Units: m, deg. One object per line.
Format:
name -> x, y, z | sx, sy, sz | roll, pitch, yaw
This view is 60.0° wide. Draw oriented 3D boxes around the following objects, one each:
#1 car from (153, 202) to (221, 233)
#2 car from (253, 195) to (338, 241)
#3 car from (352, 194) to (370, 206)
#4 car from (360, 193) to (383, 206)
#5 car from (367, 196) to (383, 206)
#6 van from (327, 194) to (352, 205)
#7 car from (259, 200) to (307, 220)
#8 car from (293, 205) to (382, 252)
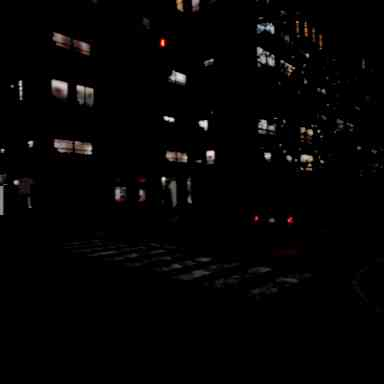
car -> -0.252, 1.340, 18.514 | 1.967, 1.590, 4.097 | -1, 0, 43
car -> 4.730, 1.191, 15.340 | 2.097, 1.767, 4.553 | -1, 0, 42
car -> 18.913, 1.295, 39.187 | 2.008, 1.369, 4.403 | -1, 0, 43
car -> 22.743, 1.028, 43.323 | 2.192, 1.841, 5.009 | -1, 0, 43
car -> 26.579, 1.264, 47.455 | 1.802, 1.307, 4.206 | -1, 0, 43
van -> 15.077, 1.116, 35.054 | 1.690, 1.788, 3.998 | -1, 0, 43
car -> 7.415, 1.403, 26.783 | 1.947, 1.339, 4.313 | -1, 0, 43
car -> 5.891, 1.387, 12.812 | 1.947, 1.339, 4.313 | -1, 0, 43
